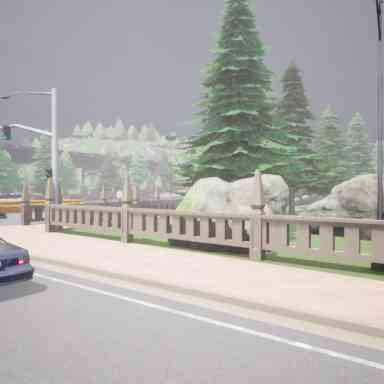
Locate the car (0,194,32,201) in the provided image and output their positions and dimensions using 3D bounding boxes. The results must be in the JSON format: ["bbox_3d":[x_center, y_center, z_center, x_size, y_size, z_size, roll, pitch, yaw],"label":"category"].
[{"bbox_3d":[-24.134,1.221,42.727,2.150,2.045,5.566,0,0,36],"label":"car"}]

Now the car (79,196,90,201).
[{"bbox_3d":[-18.465,1.351,50.602,2.097,1.767,4.553,0,0,35],"label":"car"}]

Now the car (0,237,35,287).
[{"bbox_3d":[-6.069,1.547,8.293,5.357,1.411,2.033,0,0,36],"label":"car"}]

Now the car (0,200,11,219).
[{"bbox_3d":[-16.128,1.547,23.577,2.033,1.411,5.357,0,0,36],"label":"car"}]

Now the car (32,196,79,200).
[{"bbox_3d":[-18.327,1.477,44.801,1.882,1.535,5.008,0,0,36],"label":"car"}]

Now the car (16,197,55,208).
[{"bbox_3d":[-23.355,1.504,49.795,1.837,1.490,4.892,0,0,36],"label":"car"}]

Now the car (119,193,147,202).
[{"bbox_3d":[-11.650,1.130,66.059,2.033,1.411,5.357,0,3,36],"label":"car"}]

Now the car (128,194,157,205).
[{"bbox_3d":[-8.601,1.290,58.346,2.128,1.511,4.902,0,2,36],"label":"car"}]

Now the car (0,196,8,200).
[{"bbox_3d":[-23.884,1.491,37.092,2.128,1.511,4.902,0,0,36],"label":"car"}]

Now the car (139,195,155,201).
[{"bbox_3d":[-5.695,1.501,50.065,2.033,1.411,5.357,0,1,35],"label":"car"}]

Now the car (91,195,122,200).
[{"bbox_3d":[-12.979,1.333,52.247,2.097,1.767,4.553,0,1,36],"label":"car"}]

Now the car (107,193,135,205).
[{"bbox_3d":[-12.559,1.217,58.840,2.097,1.767,4.553,0,2,36],"label":"car"}]
